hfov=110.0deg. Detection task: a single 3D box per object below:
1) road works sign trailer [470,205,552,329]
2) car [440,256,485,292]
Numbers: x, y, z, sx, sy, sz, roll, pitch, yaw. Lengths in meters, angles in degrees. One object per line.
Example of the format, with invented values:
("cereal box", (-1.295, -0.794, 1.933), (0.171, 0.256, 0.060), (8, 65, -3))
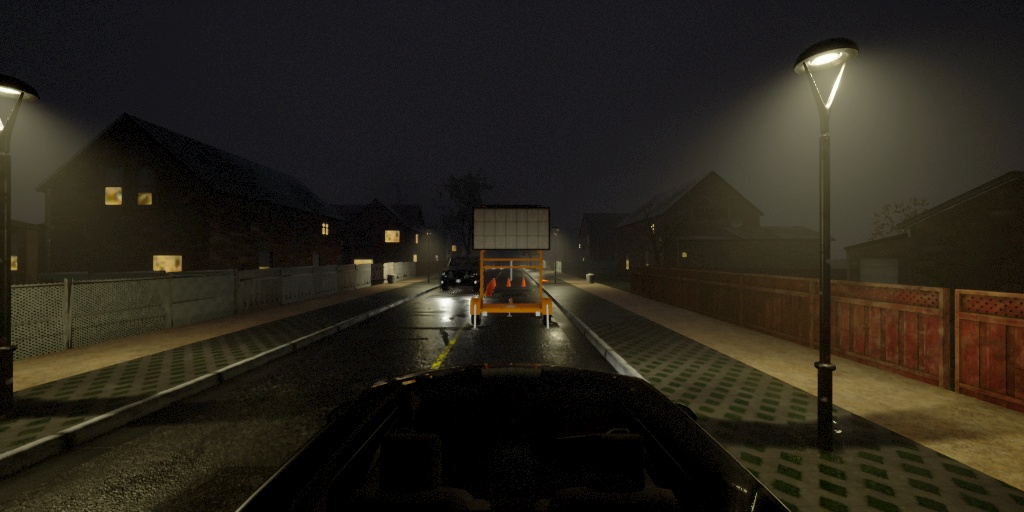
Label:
("road works sign trailer", (-0.021, 0.222, 11.198), (2.380, 3.560, 2.880), (0, 0, 0))
("car", (-2.897, 1.007, 22.078), (2.150, 2.045, 5.566), (0, 0, 0))
